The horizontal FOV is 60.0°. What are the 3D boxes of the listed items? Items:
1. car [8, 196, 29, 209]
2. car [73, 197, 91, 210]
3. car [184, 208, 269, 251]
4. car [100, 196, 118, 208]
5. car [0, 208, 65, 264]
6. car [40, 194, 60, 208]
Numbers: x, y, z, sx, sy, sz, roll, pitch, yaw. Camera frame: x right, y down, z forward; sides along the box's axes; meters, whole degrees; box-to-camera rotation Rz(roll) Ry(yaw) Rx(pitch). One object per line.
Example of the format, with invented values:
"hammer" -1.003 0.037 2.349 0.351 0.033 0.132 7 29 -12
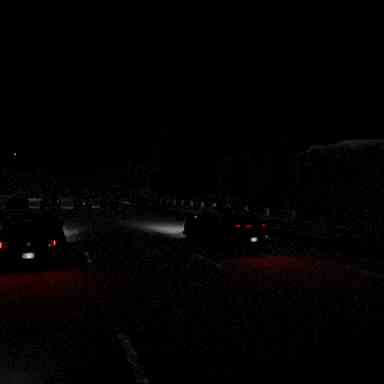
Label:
"car" -20.600 1.221 39.560 1.882 1.535 5.008 1 -1 -22
"car" -13.128 1.349 39.763 2.033 1.411 5.357 1 0 -22
"car" 1.217 1.391 13.701 2.128 1.511 4.902 1 0 -22
"car" -11.003 1.308 43.835 1.882 1.535 5.008 1 -1 -22
"car" -5.336 1.441 11.230 1.895 1.301 4.718 1 0 -22
"car" -17.032 1.125 40.077 2.097 1.767 4.553 1 0 -22
